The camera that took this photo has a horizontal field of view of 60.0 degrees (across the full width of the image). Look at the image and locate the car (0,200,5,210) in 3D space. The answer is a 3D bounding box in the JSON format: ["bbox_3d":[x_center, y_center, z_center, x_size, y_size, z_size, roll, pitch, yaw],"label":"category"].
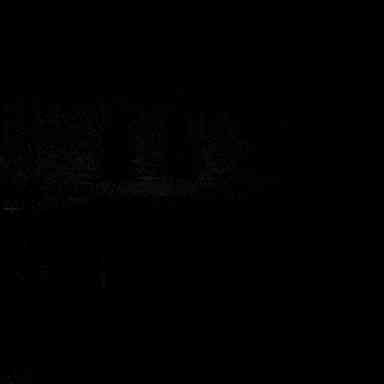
[{"bbox_3d":[-21.722,1.215,35.602,1.812,1.442,4.674,4,0,-10],"label":"car"}]
